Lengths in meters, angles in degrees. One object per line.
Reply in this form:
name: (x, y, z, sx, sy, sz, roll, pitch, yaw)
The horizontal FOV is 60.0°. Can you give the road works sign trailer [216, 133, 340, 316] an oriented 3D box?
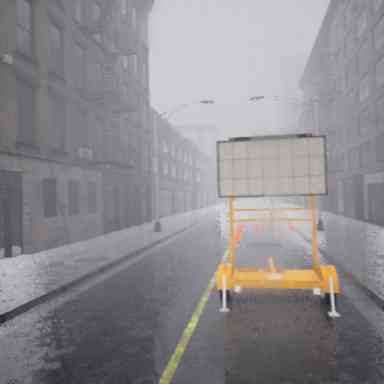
road works sign trailer: (1.823, 0.509, 7.650, 2.380, 3.560, 2.880, -2, -1, 11)
